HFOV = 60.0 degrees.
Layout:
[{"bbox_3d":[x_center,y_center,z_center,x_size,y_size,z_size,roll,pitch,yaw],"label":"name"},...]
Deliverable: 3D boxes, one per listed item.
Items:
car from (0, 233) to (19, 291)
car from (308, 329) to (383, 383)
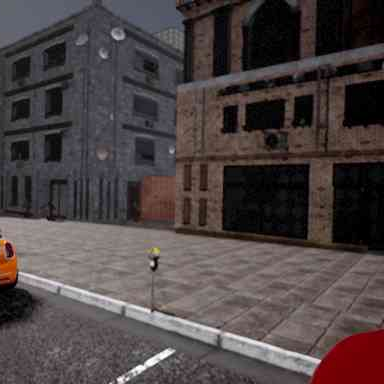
[{"bbox_3d":[-5.970,1.269,7.574,4.553,1.767,2.097,1,0,36],"label":"car"},{"bbox_3d":[2.766,1.332,0.823,5.009,1.841,2.192,1,1,36],"label":"car"}]
